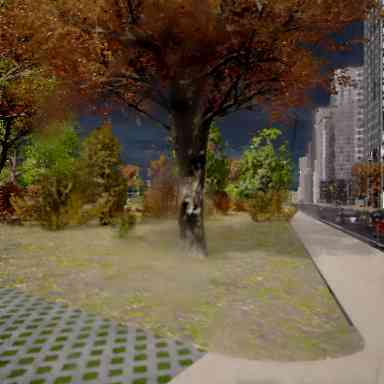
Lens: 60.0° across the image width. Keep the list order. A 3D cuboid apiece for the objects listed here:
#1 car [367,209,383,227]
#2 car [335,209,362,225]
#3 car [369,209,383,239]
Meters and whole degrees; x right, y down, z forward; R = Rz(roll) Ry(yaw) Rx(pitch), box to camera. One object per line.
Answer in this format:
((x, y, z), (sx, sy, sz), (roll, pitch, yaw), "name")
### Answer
((18.760, 2.488, 32.428), (1.837, 1.490, 4.892), (0, -2, 14), "car")
((15.695, 2.488, 33.565), (2.128, 1.511, 4.902), (0, -1, 14), "car")
((12.076, 1.997, 19.218), (2.097, 1.767, 4.553), (0, -1, 14), "car")
